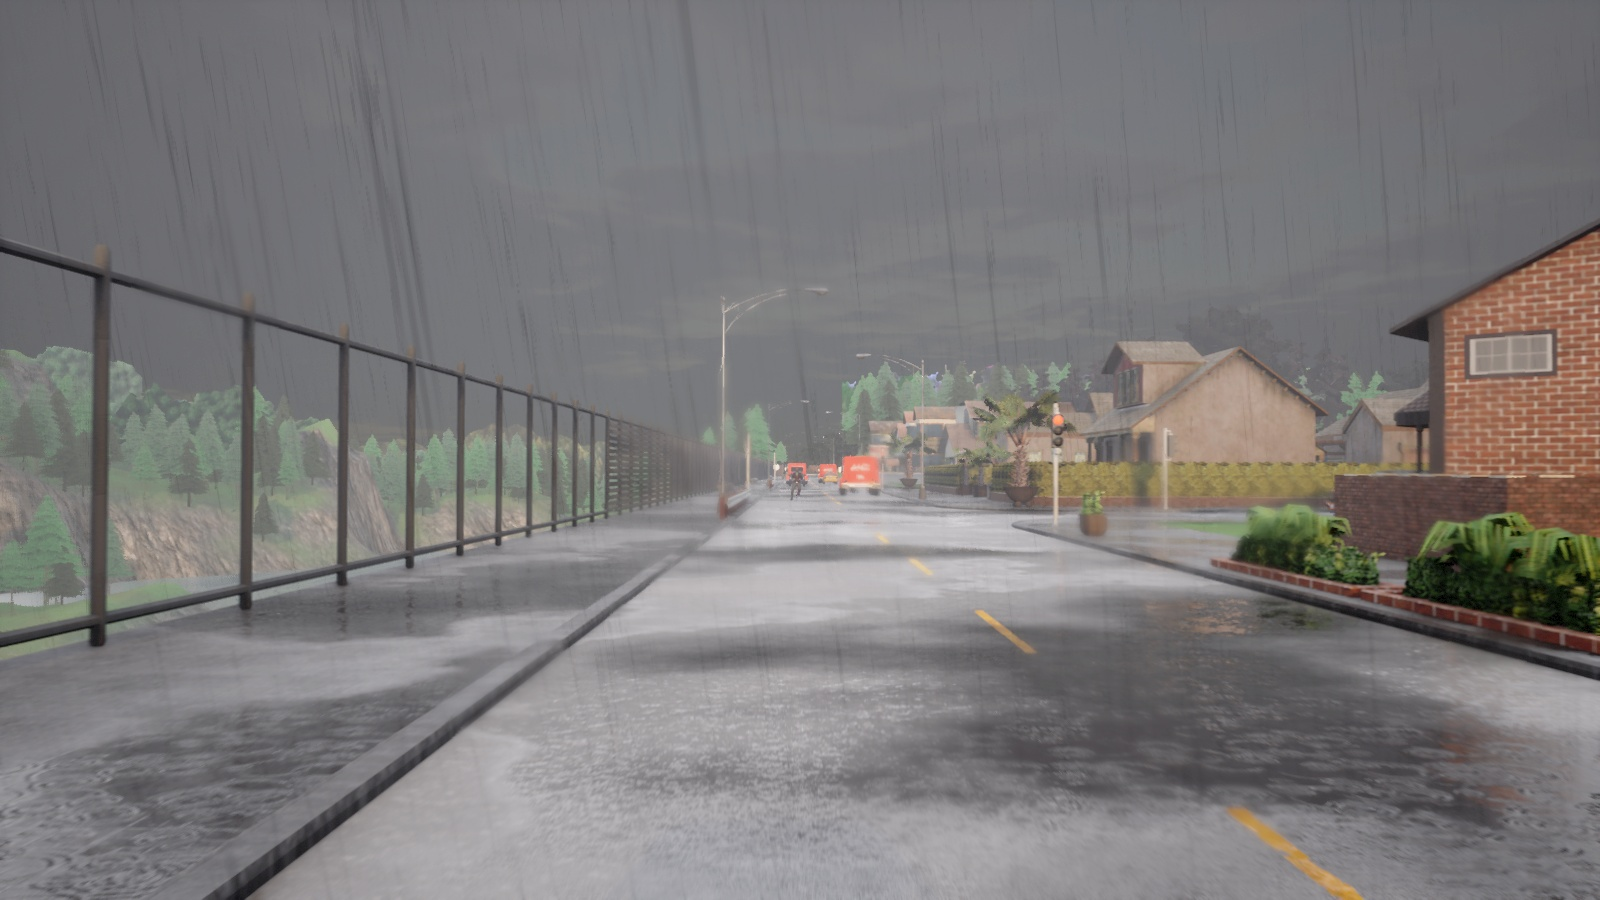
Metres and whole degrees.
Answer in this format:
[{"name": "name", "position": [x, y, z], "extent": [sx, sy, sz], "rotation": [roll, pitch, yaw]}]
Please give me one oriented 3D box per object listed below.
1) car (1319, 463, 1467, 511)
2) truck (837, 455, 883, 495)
[{"name": "car", "position": [22.276, 1.375, 47.303], "extent": [4.553, 1.767, 2.097], "rotation": [0, -1, 0]}, {"name": "truck", "position": [3.811, 1.649, 80.769], "extent": [2.627, 2.467, 5.204], "rotation": [0, -2, 0]}]
